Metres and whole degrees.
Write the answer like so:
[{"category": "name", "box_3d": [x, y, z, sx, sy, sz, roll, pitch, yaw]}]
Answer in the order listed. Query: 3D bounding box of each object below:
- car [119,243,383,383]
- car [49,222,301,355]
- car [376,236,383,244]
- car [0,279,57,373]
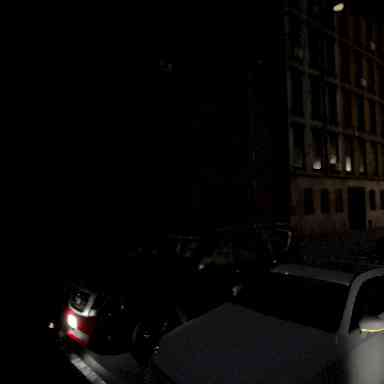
[{"category": "car", "box_3d": [1.647, 1.666, 4.294, 4.674, 1.442, 1.812, 0, -3, -38]}, {"category": "car", "box_3d": [0.228, 1.571, 6.415, 5.009, 1.841, 2.192, 0, -3, -38]}, {"category": "car", "box_3d": [9.123, 1.877, 13.474, 4.313, 1.339, 1.947, 0, -3, -38]}, {"category": "car", "box_3d": [-4.595, 1.777, 4.548, 5.357, 1.411, 2.033, -1, 3, -19]}]
